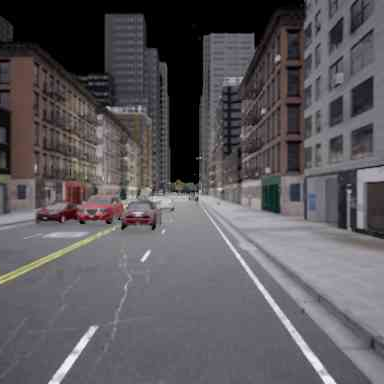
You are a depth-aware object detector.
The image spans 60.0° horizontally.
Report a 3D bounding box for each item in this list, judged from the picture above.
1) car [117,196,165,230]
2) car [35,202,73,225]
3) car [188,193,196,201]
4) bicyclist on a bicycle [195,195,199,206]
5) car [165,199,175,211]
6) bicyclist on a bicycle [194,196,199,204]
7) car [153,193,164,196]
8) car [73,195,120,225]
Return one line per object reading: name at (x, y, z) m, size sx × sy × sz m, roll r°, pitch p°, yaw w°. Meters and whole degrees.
car at (-3.146, 1.366, 21.537) m, size 2.097 × 1.767 × 4.553 m, roll 0°, pitch 0°, yaw 0°
car at (-9.839, 1.494, 24.779) m, size 1.882 × 1.535 × 5.008 m, roll 0°, pitch 0°, yaw 0°
car at (0.008, 1.611, 88.129) m, size 2.128 × 1.511 × 4.902 m, roll 0°, pitch 0°, yaw 0°
bicyclist on a bicycle at (0.899, 1.418, 54.680) m, size 0.659 × 1.776 × 1.843 m, roll 0°, pitch 0°, yaw 0°
car at (-3.144, 1.559, 41.903) m, size 1.812 × 1.442 × 4.674 m, roll 0°, pitch 0°, yaw 0°
bicyclist on a bicycle at (0.898, 1.496, 64.354) m, size 0.866 × 1.612 × 1.509 m, roll 0°, pitch -1°, yaw 0°
car at (-6.501, 1.276, 64.482) m, size 2.150 × 2.045 × 5.566 m, roll 0°, pitch 0°, yaw 0°
car at (-6.591, 1.235, 24.612) m, size 2.150 × 2.045 × 5.566 m, roll 0°, pitch 0°, yaw 0°
